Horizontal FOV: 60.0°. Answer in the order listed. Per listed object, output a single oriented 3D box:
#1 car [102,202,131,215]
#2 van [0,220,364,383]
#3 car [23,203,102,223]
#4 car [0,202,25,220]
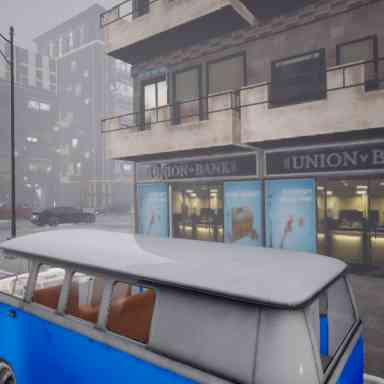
[{"bbox_3d":[-8.653,1.798,36.451,1.947,1.339,4.313,-2,-1,36],"label":"car"},{"bbox_3d":[-0.505,1.342,3.223,3.998,1.788,1.690,0,-1,36],"label":"van"},{"bbox_3d":[-8.590,1.583,22.399,1.947,1.339,4.313,-2,-1,36],"label":"car"},{"bbox_3d":[-15.338,1.609,27.371,1.967,1.590,4.097,-2,-1,36],"label":"car"}]
